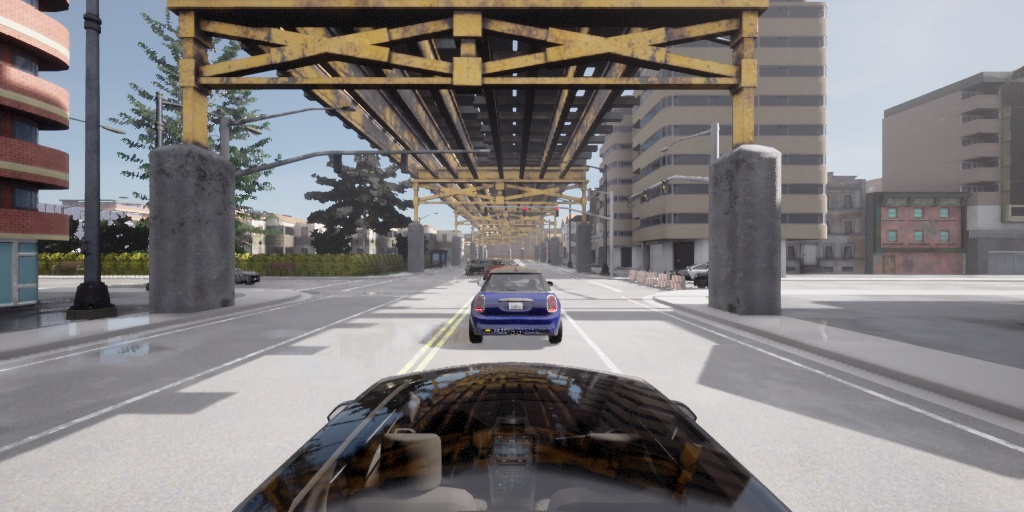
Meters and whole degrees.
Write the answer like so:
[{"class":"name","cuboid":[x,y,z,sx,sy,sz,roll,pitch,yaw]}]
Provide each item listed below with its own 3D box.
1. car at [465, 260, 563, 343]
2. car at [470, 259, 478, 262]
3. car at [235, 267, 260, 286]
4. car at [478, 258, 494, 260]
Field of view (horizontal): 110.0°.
[{"class":"car","cuboid":[0.100,1.093,9.843,2.097,1.767,4.553,0,0,1]},{"class":"car","cuboid":[-3.503,1.050,36.789,2.097,1.767,4.553,0,0,1]},{"class":"car","cuboid":[-18.508,1.188,22.461,4.892,1.490,1.837,0,0,0]},{"class":"car","cuboid":[-0.493,1.067,28.938,2.097,1.767,4.553,0,0,23]}]
